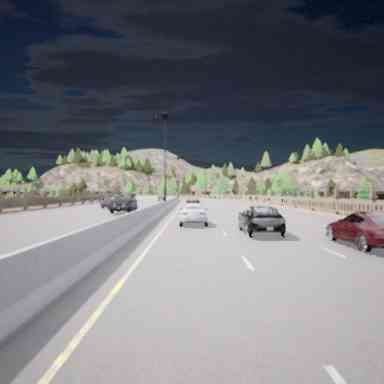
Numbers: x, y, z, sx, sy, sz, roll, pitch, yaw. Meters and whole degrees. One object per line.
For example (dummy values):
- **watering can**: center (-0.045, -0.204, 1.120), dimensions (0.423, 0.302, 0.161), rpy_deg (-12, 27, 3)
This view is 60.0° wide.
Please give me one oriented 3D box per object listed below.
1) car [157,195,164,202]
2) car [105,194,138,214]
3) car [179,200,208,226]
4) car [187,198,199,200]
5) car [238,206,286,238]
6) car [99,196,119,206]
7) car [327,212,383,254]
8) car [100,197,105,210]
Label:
- **car**: center (-6.976, 1.496, 76.888), dimensions (2.128, 1.511, 4.902), rpy_deg (0, 0, 0)
- **car**: center (-7.085, 1.199, 34.970), dimensions (2.150, 2.045, 5.566), rpy_deg (0, 0, 0)
- **car**: center (0.108, 1.511, 23.073), dimensions (1.812, 1.442, 4.674), rpy_deg (0, 0, 0)
- **car**: center (0.113, 1.472, 40.947), dimensions (2.128, 1.511, 4.902), rpy_deg (0, 0, 0)
- **car**: center (3.606, 1.481, 17.759), dimensions (2.128, 1.511, 4.902), rpy_deg (0, 0, 0)
- **car**: center (-14.025, 1.484, 56.298), dimensions (2.128, 1.511, 4.902), rpy_deg (0, 0, 1)
- **car**: center (7.104, 1.518, 13.413), dimensions (1.812, 1.442, 4.674), rpy_deg (0, 0, 0)
- **car**: center (-10.567, 1.487, 43.592), dimensions (1.837, 1.490, 4.892), rpy_deg (0, 0, 0)
